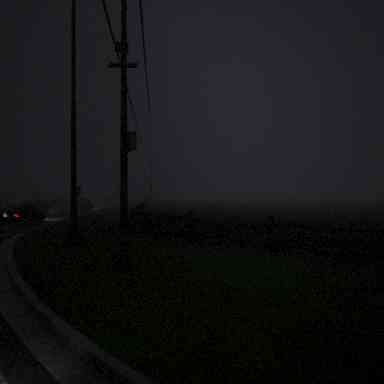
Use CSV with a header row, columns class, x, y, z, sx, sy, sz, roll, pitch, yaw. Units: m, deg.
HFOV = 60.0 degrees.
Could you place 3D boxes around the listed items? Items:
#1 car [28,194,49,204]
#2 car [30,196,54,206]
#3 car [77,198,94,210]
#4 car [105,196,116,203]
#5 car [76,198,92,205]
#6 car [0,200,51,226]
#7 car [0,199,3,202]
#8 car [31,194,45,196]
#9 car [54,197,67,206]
class,x,y,z,sx,sy,sz,roll,pitch,yaw
car,-31.019,1.343,67.473,2.150,2.045,5.566,0,0,-6
car,-17.099,1.541,36.297,1.882,1.535,5.008,0,0,-6
car,-14.390,1.633,44.063,1.994,1.385,4.181,0,0,-6
car,-17.161,1.616,69.887,2.128,1.511,4.902,0,0,-6
car,-19.636,1.696,60.533,1.895,1.301,4.718,0,0,-6
car,-12.297,1.591,24.062,2.033,1.411,5.357,0,0,-6
car,-20.190,1.627,32.217,1.994,1.385,4.181,0,0,-6
car,-26.432,1.453,58.208,2.097,1.767,4.553,0,0,-6
car,-22.758,1.620,56.724,1.812,1.442,4.674,0,0,-6
